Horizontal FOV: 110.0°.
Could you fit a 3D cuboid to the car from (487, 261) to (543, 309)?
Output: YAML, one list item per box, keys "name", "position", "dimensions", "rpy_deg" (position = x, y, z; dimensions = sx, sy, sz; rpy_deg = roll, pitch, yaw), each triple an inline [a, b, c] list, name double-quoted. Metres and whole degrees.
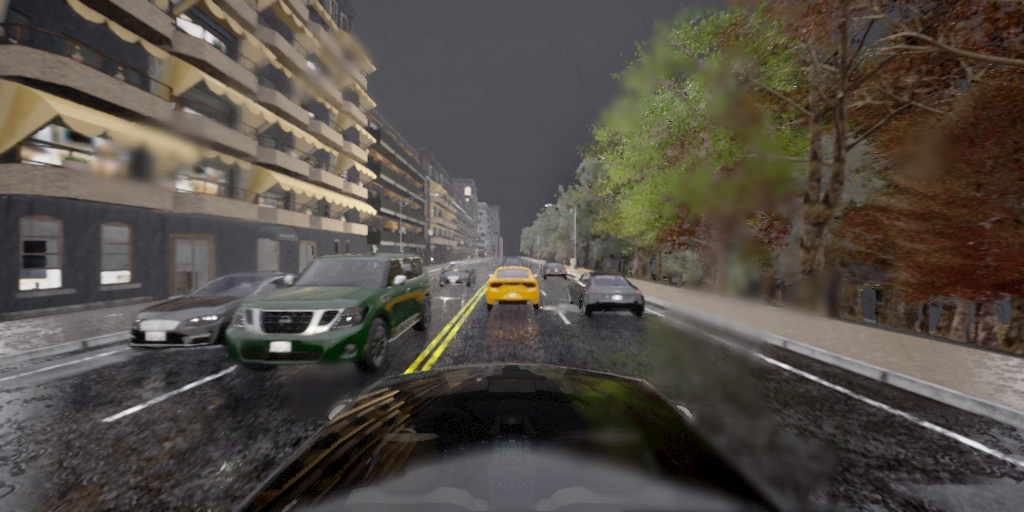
- name: "car"
  position: [0.043, 1.151, 14.621]
  dimensions: [1.882, 1.535, 5.008]
  rpy_deg: [0, 0, 0]

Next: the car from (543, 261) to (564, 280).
- name: "car"
  position: [3.319, 1.138, 29.313]
  dimensions: [2.033, 1.411, 5.357]
  rpy_deg: [0, 0, 0]

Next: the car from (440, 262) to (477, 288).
- name: "car"
  position: [-3.304, 1.120, 22.651]
  dimensions: [2.128, 1.511, 4.902]
  rpy_deg: [0, 0, 0]

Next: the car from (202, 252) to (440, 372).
- name: "car"
  position: [-3.307, 0.935, 7.915]
  dimensions: [2.150, 2.045, 5.566]
  rpy_deg: [0, 0, 0]

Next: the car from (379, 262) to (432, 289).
- name: "car"
  position: [-6.554, 1.135, 22.589]
  dimensions: [1.837, 1.490, 4.892]
  rpy_deg: [0, 0, 0]

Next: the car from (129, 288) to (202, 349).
- name: "car"
  position: [-6.549, 1.199, 9.059]
  dimensions: [2.128, 1.511, 4.902]
  rpy_deg: [0, 0, 1]

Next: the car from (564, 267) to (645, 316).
- name: "car"
  position: [3.276, 1.247, 13.103]
  dimensions: [1.994, 1.385, 4.181]
  rpy_deg: [0, 0, 1]

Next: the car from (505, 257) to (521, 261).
- name: "car"
  position: [0.083, 0.910, 34.832]
  dimensions: [2.097, 1.767, 4.553]
  rpy_deg: [0, 0, 0]
